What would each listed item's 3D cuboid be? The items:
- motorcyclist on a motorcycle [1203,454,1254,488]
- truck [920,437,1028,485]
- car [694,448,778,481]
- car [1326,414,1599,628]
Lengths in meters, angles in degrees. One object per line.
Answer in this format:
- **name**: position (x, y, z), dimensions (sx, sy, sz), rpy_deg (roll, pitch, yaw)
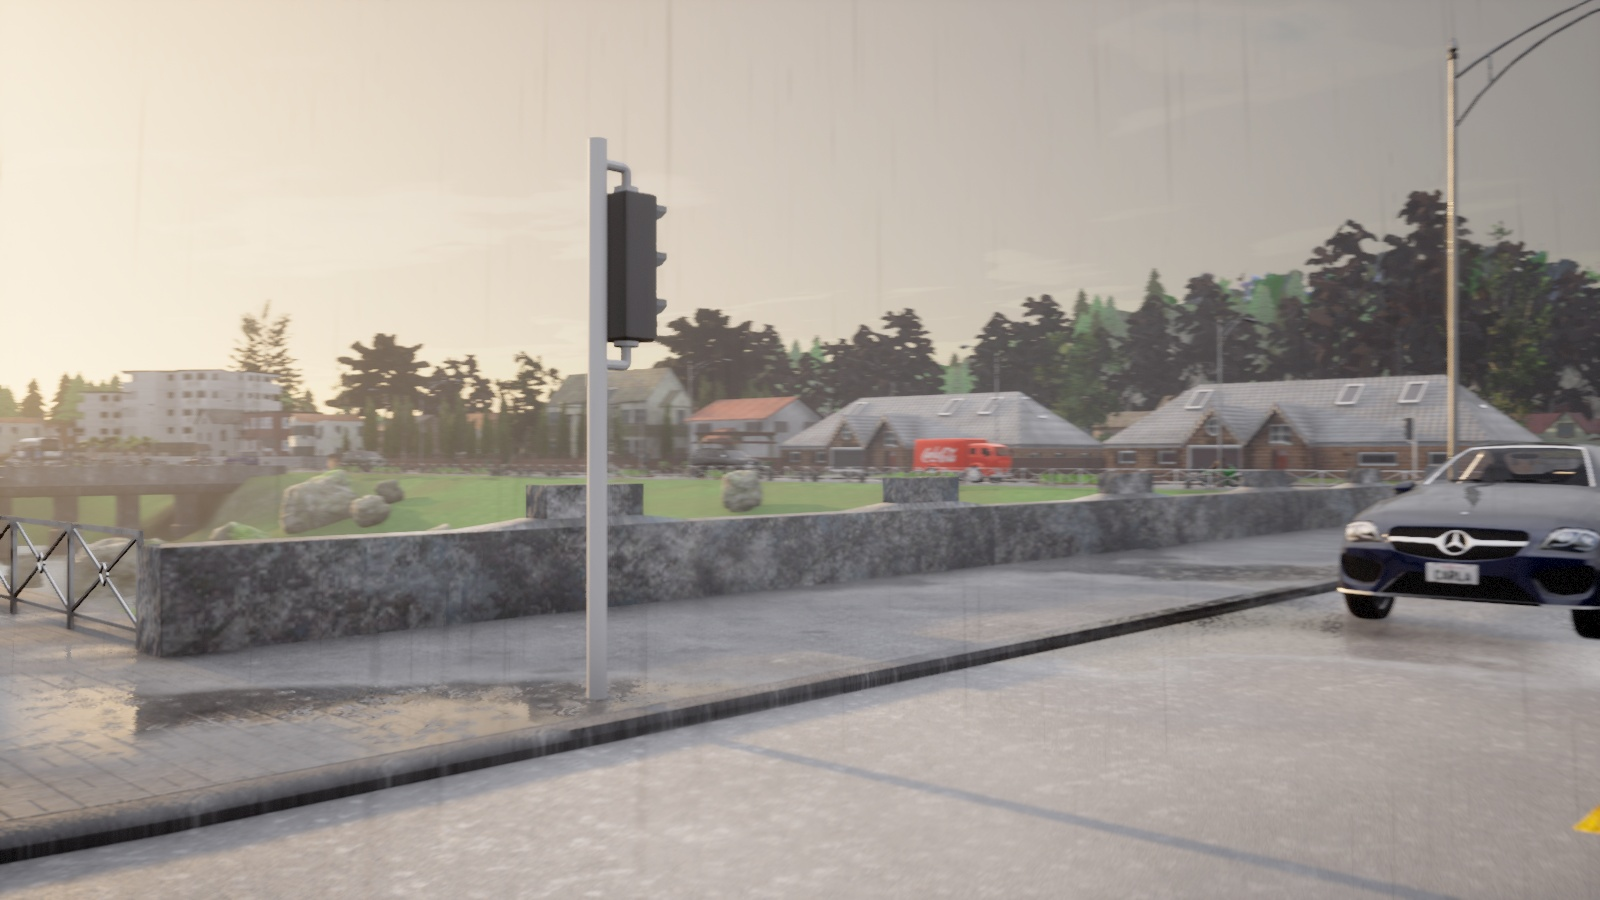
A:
- **motorcyclist on a motorcycle**: position (19.684, 0.942, 57.706), dimensions (2.044, 1.523, 0.797), rpy_deg (-1, 0, 44)
- **truck**: position (9.318, 0.567, 67.584), dimensions (5.204, 2.467, 2.627), rpy_deg (-1, 0, 44)
- **car**: position (-4.145, 0.895, 80.413), dimensions (5.566, 2.045, 2.150), rpy_deg (-1, 0, 44)
- **car**: position (7.186, 0.558, 12.213), dimensions (2.152, 1.651, 5.027), rpy_deg (-1, 0, 44)
